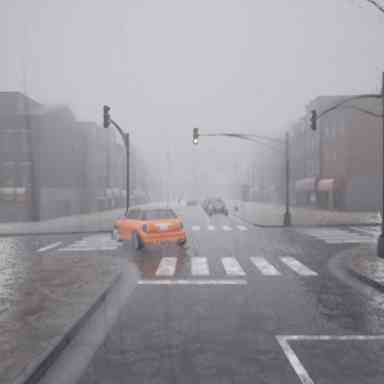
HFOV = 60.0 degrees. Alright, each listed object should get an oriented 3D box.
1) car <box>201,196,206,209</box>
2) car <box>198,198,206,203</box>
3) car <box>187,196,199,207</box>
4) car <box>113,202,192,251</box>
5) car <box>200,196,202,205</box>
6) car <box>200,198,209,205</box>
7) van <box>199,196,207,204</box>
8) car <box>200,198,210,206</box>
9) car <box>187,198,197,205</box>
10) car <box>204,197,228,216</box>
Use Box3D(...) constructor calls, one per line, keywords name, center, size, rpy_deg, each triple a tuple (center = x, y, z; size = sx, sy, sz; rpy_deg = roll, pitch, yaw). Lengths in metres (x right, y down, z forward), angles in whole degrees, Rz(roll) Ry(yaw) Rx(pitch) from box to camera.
Box3D(name="car", center=(2.627, 1.565, 40.028), size=(2.192, 1.841, 5.009), rpy_deg=(-1, 0, 0))
Box3D(name="car", center=(2.626, 2.256, 88.646), size=(1.802, 1.307, 4.206), rpy_deg=(-1, -1, 0))
Box3D(name="car", center=(-0.002, 1.913, 59.681), size=(1.837, 1.490, 4.892), rpy_deg=(0, -1, 0))
Box3D(name="car", center=(-2.065, 1.453, 15.046), size=(2.097, 1.767, 4.553), rpy_deg=(-1, 0, -27))
Box3D(name="car", center=(2.627, 1.606, 45.431), size=(2.192, 1.841, 5.009), rpy_deg=(-1, 0, 0))
Box3D(name="car", center=(2.627, 2.048, 72.610), size=(1.752, 1.417, 4.829), rpy_deg=(-1, -1, 0))
Box3D(name="van", center=(2.624, 1.912, 77.844), size=(1.690, 1.788, 3.998), rpy_deg=(-1, -1, 0))
Box3D(name="car", center=(2.627, 1.999, 67.208), size=(1.752, 1.417, 4.829), rpy_deg=(-1, -1, 0))
Box3D(name="car", center=(-0.002, 1.884, 70.101), size=(1.994, 1.385, 4.181), rpy_deg=(0, -1, 0))
Box3D(name="car", center=(2.629, 1.650, 34.626), size=(1.967, 1.590, 4.097), rpy_deg=(-1, 0, 0))
